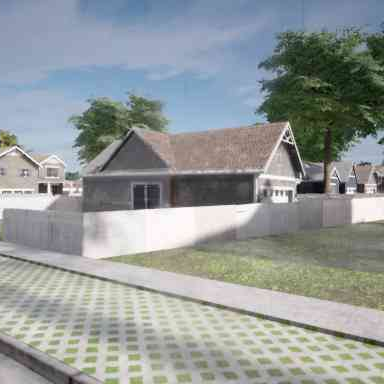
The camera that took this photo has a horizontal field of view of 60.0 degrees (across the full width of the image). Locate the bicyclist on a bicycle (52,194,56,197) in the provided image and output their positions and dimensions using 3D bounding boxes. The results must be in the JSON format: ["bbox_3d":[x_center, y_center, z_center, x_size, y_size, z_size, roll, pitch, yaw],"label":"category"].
[{"bbox_3d":[-13.035,1.027,31.551,1.656,1.620,0.582,0,1,34],"label":"bicyclist on a bicycle"}]
